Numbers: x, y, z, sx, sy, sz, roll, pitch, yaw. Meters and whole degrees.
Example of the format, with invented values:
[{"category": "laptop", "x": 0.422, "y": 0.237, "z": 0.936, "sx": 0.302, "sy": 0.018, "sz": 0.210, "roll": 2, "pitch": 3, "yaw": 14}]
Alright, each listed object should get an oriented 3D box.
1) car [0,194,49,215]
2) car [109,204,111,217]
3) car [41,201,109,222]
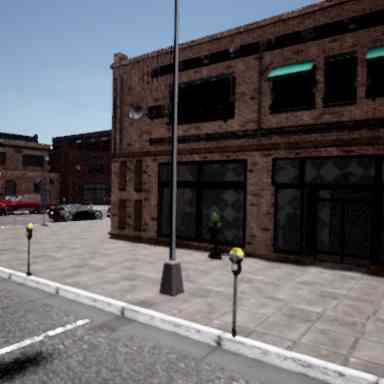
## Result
[{"category": "car", "x": -15.877, "y": 1.144, "z": 31.192, "sx": 2.192, "sy": 1.841, "sz": 5.009, "roll": 1, "pitch": 0, "yaw": 36}, {"category": "car", "x": -5.843, "y": 1.527, "z": 30.717, "sx": 1.967, "sy": 1.590, "sz": 4.097, "roll": 1, "pitch": 0, "yaw": 36}, {"category": "car", "x": -9.124, "y": 1.599, "z": 26.242, "sx": 1.947, "sy": 1.339, "sz": 4.313, "roll": 1, "pitch": 0, "yaw": 36}]
